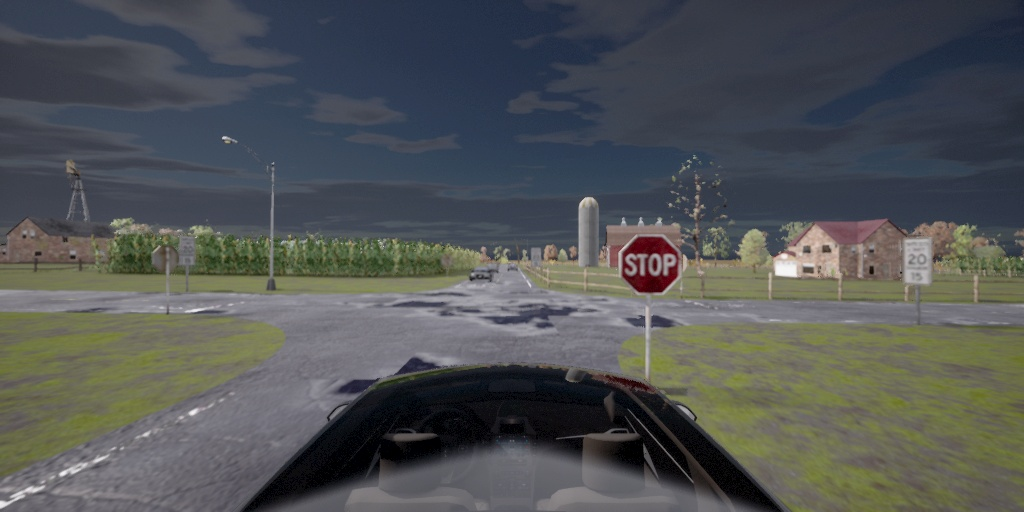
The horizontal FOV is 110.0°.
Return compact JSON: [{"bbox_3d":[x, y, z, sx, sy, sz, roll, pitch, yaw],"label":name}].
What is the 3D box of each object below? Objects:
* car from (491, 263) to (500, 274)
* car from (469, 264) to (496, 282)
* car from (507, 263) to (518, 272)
[{"bbox_3d":[-2.797,1.812,51.535,1.837,1.490,4.892,0,-1,0],"label":"car"},{"bbox_3d":[-2.822,1.661,33.401,1.994,1.385,4.181,0,-1,0],"label":"car"},{"bbox_3d":[0.109,1.985,62.221,2.033,1.411,5.357,0,-1,0],"label":"car"}]
